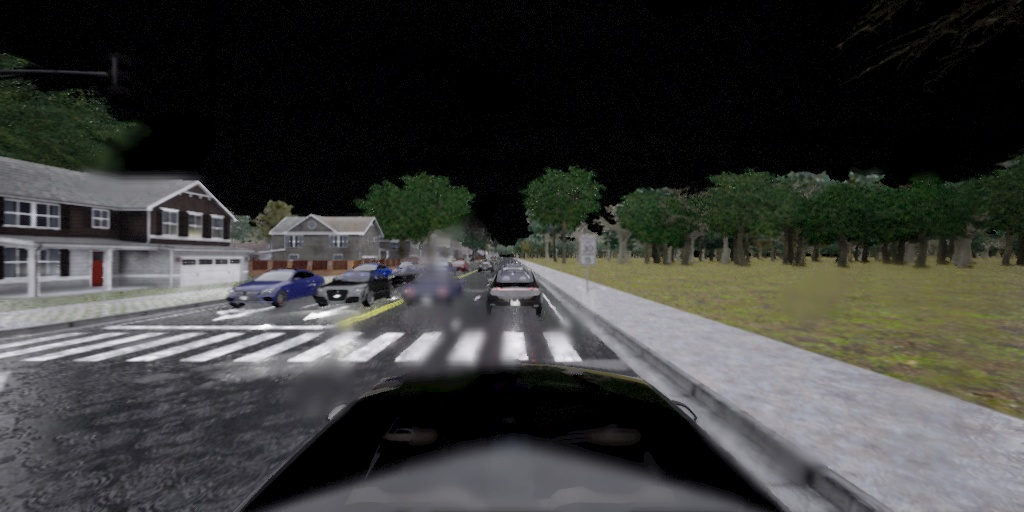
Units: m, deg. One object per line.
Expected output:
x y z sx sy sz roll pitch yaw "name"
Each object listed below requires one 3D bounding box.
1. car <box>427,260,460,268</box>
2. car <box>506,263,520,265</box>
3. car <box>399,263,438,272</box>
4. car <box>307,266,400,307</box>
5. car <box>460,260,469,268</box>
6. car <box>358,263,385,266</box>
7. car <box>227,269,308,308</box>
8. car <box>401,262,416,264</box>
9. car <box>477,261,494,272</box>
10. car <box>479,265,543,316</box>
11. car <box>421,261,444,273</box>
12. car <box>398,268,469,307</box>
-6.561 1.294 34.429 1.812 1.442 4.674 0 0 0 "car"
0.092 1.369 35.347 1.895 1.301 4.718 0 0 0 "car"
-6.599 1.365 24.266 1.895 1.301 4.718 0 0 0 "car"
-6.601 1.324 15.514 1.994 1.385 4.181 0 0 0 "car"
-6.560 1.251 44.923 1.882 1.535 5.008 0 0 0 "car"
-9.847 1.242 24.839 1.882 1.535 5.008 0 0 0 "car"
-9.834 1.286 15.497 1.812 1.442 4.674 0 0 0 "car"
-9.813 1.294 34.129 1.812 1.442 4.674 0 0 0 "car"
-3.262 1.299 45.696 1.812 1.442 4.674 0 0 0 "car"
0.098 1.250 13.476 2.128 1.511 4.902 0 0 0 "car"
-9.819 1.337 44.502 1.994 1.385 4.181 0 0 -1 "car"
-3.154 1.361 15.521 1.895 1.301 4.718 0 0 0 "car"
